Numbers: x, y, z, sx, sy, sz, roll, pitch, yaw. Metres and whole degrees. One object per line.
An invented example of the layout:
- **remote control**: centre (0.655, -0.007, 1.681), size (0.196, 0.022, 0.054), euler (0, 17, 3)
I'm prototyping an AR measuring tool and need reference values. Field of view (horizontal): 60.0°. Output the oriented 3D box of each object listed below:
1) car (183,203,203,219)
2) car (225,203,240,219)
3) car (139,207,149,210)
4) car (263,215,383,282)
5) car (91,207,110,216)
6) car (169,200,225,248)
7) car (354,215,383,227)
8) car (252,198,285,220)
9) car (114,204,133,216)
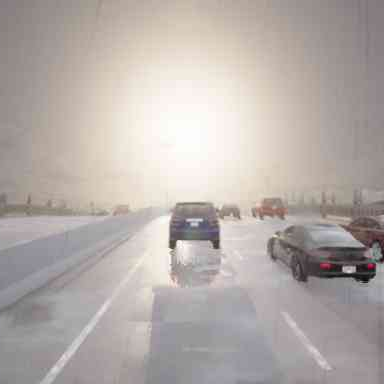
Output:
- **car**: centre (0.106, 1.884, 33.986), size (1.882, 1.535, 5.008), euler (0, -2, 0)
- **car**: centre (3.606, 1.873, 32.768), size (1.837, 1.490, 4.892), euler (0, -1, 0)
- **car**: centre (-6.995, 3.065, 50.986), size (2.128, 1.511, 4.902), euler (0, -6, 0)
- **car**: centre (3.602, 1.626, 9.922), size (1.812, 1.442, 4.674), euler (0, -1, 0)
- **car**: centre (-13.995, 3.065, 50.988), size (2.128, 1.511, 4.902), euler (0, -6, 0)
- **car**: centre (0.103, 1.381, 15.753), size (2.150, 2.045, 5.566), euler (0, 0, 0)
- **car**: centre (7.102, 1.604, 12.543), size (1.882, 1.535, 5.008), euler (0, -1, 0)
- **car**: centre (7.106, 1.556, 31.377), size (2.150, 2.045, 5.566), euler (0, -1, 0)
- **car**: centre (-10.492, 2.815, 51.336), size (2.150, 2.045, 5.566), euler (0, -6, 0)
